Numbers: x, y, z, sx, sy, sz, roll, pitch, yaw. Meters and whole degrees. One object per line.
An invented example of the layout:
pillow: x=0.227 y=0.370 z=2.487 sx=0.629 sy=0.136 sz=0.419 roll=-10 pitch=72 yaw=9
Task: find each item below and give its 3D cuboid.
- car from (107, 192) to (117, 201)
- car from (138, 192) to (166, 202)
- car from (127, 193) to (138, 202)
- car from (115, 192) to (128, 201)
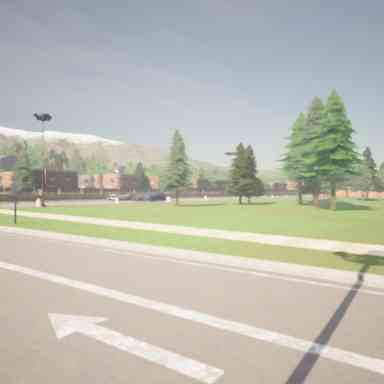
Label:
car: x=-16.413 y=0.976 z=74.406 sx=2.150 sy=2.045 sz=5.566 roll=0 pitch=0 yaw=35
car: x=-7.780 y=1.020 z=68.430 sx=2.150 sy=2.045 sz=5.566 roll=0 pitch=0 yaw=35
car: x=-10.657 y=1.321 z=70.425 sx=2.033 sy=1.411 sz=5.357 roll=0 pitch=0 yaw=35
car: x=-13.527 y=1.306 z=72.428 sx=2.033 sy=1.411 sz=5.357 roll=0 pitch=0 yaw=35
